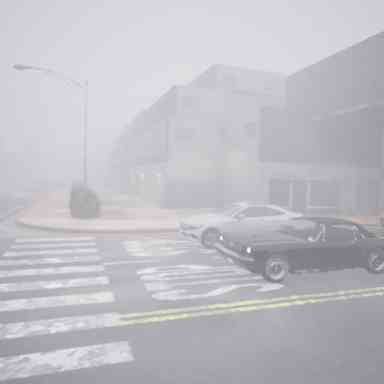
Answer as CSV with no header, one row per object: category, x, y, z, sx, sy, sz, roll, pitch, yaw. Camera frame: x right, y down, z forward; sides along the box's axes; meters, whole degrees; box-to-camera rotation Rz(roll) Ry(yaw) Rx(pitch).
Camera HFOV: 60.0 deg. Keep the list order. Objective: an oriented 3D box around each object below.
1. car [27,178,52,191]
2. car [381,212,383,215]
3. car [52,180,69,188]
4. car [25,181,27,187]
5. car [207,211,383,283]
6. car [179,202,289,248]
car,-21.367,-0.857,46.653,1.895,1.301,4.718,1,2,-16
car,10.691,1.167,14.907,5.008,1.535,1.882,1,2,-19
car,-23.387,-1.440,59.041,1.994,1.385,4.181,2,2,1
car,-26.872,-1.697,57.711,2.097,1.767,4.553,2,2,1
car,3.014,1.329,8.548,4.718,1.301,1.895,1,2,-19
car,1.859,1.089,11.888,4.674,1.442,1.812,1,2,-18
